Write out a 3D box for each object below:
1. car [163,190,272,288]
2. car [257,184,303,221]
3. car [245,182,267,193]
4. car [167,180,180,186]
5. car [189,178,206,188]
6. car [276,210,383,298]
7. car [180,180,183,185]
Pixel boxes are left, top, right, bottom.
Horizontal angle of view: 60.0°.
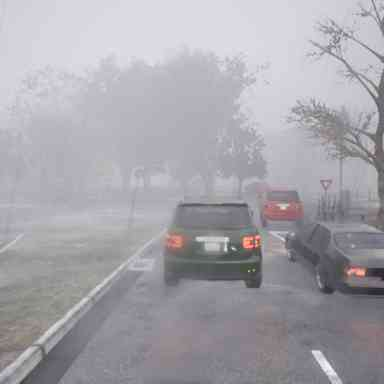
[{"bbox_3d":[0.571,1.115,9.187,2.150,2.045,5.566,0,1,4],"label":"car"},{"bbox_3d":[5.131,0.787,19.552,2.150,2.045,5.566,1,3,10],"label":"car"},{"bbox_3d":[9.432,-0.729,48.167,2.097,1.767,4.553,-1,4,-17],"label":"car"},{"bbox_3d":[-4.534,-2.067,75.335,1.882,1.535,5.008,-1,2,-9],"label":"car"},{"bbox_3d":[1.192,-1.799,64.204,2.150,2.045,5.566,-1,4,-21],"label":"car"},{"bbox_3d":[3.785,1.463,8.540,2.033,1.411,5.357,0,1,4],"label":"car"},{"bbox_3d":[-2.530,-2.326,84.927,2.033,1.411,5.357,0,2,-4],"label":"car"}]
